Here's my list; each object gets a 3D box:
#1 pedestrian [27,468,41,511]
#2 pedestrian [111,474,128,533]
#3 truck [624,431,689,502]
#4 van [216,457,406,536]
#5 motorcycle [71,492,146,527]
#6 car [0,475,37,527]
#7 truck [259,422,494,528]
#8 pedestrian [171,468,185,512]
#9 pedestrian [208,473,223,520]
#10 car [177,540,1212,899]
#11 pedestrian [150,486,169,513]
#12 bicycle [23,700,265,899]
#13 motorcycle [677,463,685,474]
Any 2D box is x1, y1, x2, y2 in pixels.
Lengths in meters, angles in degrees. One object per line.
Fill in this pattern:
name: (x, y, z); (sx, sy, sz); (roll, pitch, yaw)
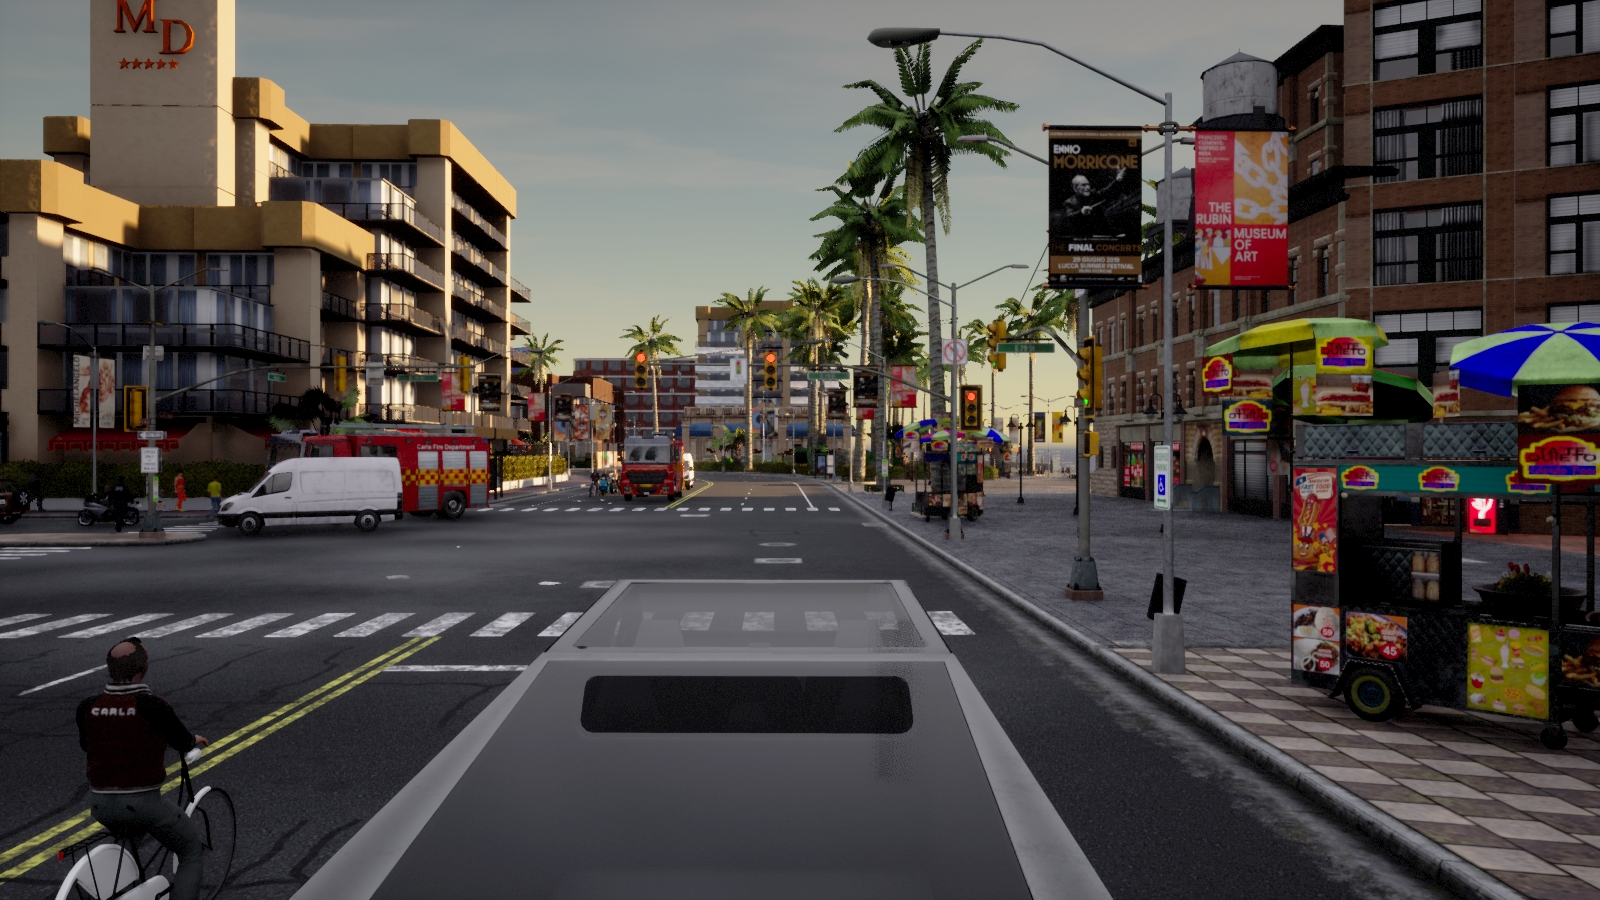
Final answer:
pedestrian: (-32.902, 1.698, 49.058); (0.375, 1.860, 0.375); (0, 0, -10)
pedestrian: (-21.780, 1.708, 36.575); (0.375, 1.860, 0.375); (0, 0, -18)
truck: (-8.113, 0.890, 65.657); (2.891, 3.827, 8.468); (0, 0, -1)
van: (-16.909, 1.534, 39.656); (5.915, 2.561, 1.988); (0, 0, -25)
motorcycle: (-25.598, 2.205, 42.324); (2.209, 1.251, 0.867); (0, 0, -5)
car: (-31.074, 1.864, 42.073); (4.605, 1.855, 1.932); (0, 0, -2)
truck: (-16.585, 0.890, 45.386); (2.891, 3.827, 8.468); (0, 0, 40)
pedestrian: (-26.491, 1.696, 48.636); (0.375, 1.860, 0.375); (0, 0, 8)
pedestrian: (-23.137, 1.848, 45.232); (0.375, 1.860, 0.375); (0, 0, -1)
car: (-0.214, 1.754, 5.773); (2.390, 2.098, 6.274); (0, 0, 1)
pedestrian: (-26.923, 2.077, 48.046); (0.500, 1.100, 0.500); (0, 0, 8)
bicycle: (-3.625, 2.210, 6.485); (0.329, 1.171, 1.835); (0, 0, 0)
motorcycle: (-14.189, 2.182, 136.549); (0.856, 1.236, 1.805); (0, 0, -1)
